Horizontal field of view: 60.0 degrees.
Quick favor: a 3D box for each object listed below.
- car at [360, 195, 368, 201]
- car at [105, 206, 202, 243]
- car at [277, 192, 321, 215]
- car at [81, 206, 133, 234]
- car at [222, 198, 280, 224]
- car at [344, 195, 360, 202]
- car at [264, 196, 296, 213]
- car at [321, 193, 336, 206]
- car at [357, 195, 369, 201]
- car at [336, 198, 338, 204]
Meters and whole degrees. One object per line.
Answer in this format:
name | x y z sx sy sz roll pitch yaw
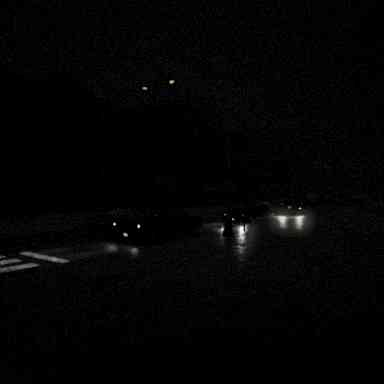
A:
car | 38.910 1.370 77.362 1.752 1.417 4.829 0 0 35
car | -1.534 1.476 15.754 1.895 1.301 4.718 1 0 35
car | 10.597 1.068 32.883 2.150 2.045 5.566 1 0 36
car | -3.609 1.406 17.208 2.008 1.369 4.403 1 1 35
car | 4.194 1.404 23.850 2.033 1.411 5.357 1 0 35
car | 32.452 1.393 68.225 1.947 1.339 4.313 0 0 35
car | 9.504 1.266 35.759 1.967 1.590 4.097 1 0 35
car | 19.340 1.136 49.672 2.192 1.841 5.009 1 0 35
car | 42.286 1.402 82.139 1.887 1.381 4.507 0 0 35
car | 22.618 1.386 54.312 1.947 1.339 4.313 1 0 35
